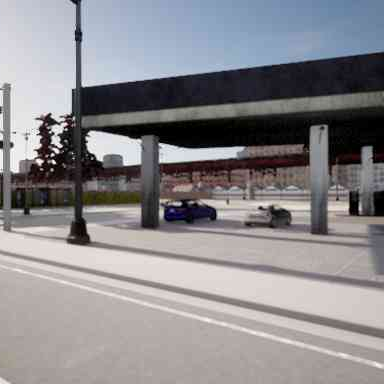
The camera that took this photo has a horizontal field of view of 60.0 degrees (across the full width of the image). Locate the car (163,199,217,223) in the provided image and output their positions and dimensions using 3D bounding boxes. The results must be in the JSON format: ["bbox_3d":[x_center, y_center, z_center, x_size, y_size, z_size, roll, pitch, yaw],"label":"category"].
[{"bbox_3d":[-0.045,1.328,24.506,2.242,1.667,4.611,0,0,37],"label":"car"}]

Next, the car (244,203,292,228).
[{"bbox_3d":[5.029,1.475,21.706,1.970,1.475,3.806,0,0,37],"label":"car"}]
